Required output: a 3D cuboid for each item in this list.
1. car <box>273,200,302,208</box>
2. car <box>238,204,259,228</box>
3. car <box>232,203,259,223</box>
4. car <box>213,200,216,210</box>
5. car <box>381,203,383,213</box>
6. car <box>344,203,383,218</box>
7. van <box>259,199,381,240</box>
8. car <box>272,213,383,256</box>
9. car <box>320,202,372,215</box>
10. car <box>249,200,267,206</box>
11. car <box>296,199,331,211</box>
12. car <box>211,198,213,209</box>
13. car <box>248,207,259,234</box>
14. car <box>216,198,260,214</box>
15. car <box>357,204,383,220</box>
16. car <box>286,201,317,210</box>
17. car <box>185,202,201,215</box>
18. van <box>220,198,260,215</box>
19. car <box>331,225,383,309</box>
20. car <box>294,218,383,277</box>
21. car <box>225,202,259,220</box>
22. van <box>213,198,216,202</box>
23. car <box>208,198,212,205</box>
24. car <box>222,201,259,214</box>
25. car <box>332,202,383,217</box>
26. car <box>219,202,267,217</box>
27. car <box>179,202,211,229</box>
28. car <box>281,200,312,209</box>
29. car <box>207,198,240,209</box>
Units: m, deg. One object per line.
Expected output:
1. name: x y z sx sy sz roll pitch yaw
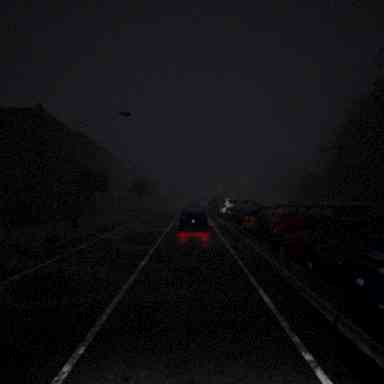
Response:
1. car: 18.649 2.382 65.110 5.008 1.535 2.097 0 -1 0
2. car: 5.806 1.698 20.313 5.366 1.575 1.946 0 -1 0
3. car: 5.610 1.733 23.113 5.008 1.535 2.097 0 -1 0
4. car: 5.577 2.002 42.734 4.892 1.521 2.231 0 -1 0
5. car: 18.657 1.557 28.917 5.566 2.045 2.435 0 -1 0
6. car: 18.646 1.915 34.481 4.792 1.488 2.163 0 -1 0
7. van: 5.514 1.413 14.709 4.442 1.987 1.878 0 -1 0
8. car: 5.606 1.638 11.903 4.792 1.488 2.163 0 -1 0
9. car: 18.481 1.962 40.052 5.366 1.575 1.946 0 -1 0
10. car: 18.663 3.095 93.586 4.674 1.452 2.002 0 -1 0
11. car: 18.623 2.001 51.191 4.553 1.767 2.185 0 -1 0
12. car: 5.545 1.956 48.343 4.553 1.767 2.185 0 -1 0
13. car: 5.655 1.700 17.510 4.792 1.488 2.163 0 -1 0
14. car: 5.625 1.630 34.328 5.566 2.045 2.435 0 -1 0
15. car: 18.709 1.875 31.696 4.792 1.488 2.163 0 -1 0
16. car: 18.655 2.259 56.756 4.674 1.452 2.002 0 -1 0
17. car: 0.084 2.020 41.469 1.837 1.490 4.892 0 -1 0
18. van: 5.703 1.736 39.935 4.442 1.987 1.878 0 -1 0
19. car: 5.640 1.546 6.297 5.008 1.535 2.097 0 -1 0
20. car: 5.611 1.607 9.100 4.792 1.488 2.163 0 -1 0
21. car: 5.577 1.833 28.720 4.792 1.488 2.163 0 -1 0
22. van: 5.463 1.816 45.541 4.442 1.987 1.878 0 -1 0
23. car: 5.603 1.873 51.146 5.566 2.045 2.435 0 -1 0
24. car: 5.597 1.843 31.518 4.892 1.521 2.231 0 -1 0
25. car: 18.665 1.925 37.266 5.008 1.535 2.097 0 -1 0
26. car: 5.586 1.921 37.128 5.008 1.535 2.097 0 -1 0
27. car: 0.091 1.753 23.970 1.882 1.535 5.008 0 -1 0
28. car: 18.658 2.269 59.543 5.008 1.535 2.097 0 -1 0
29. car: 5.602 2.018 59.555 5.566 2.045 2.435 0 -1 0
